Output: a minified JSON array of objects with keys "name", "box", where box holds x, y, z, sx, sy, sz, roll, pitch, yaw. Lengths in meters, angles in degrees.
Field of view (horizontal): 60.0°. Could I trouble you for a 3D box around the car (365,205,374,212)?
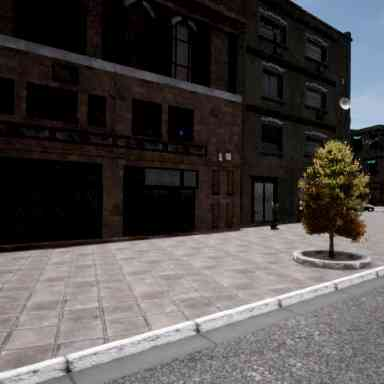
[{"name":"car","box":[18.698,1.568,38.129,1.947,1.339,4.313,1,-1,-17]}]
